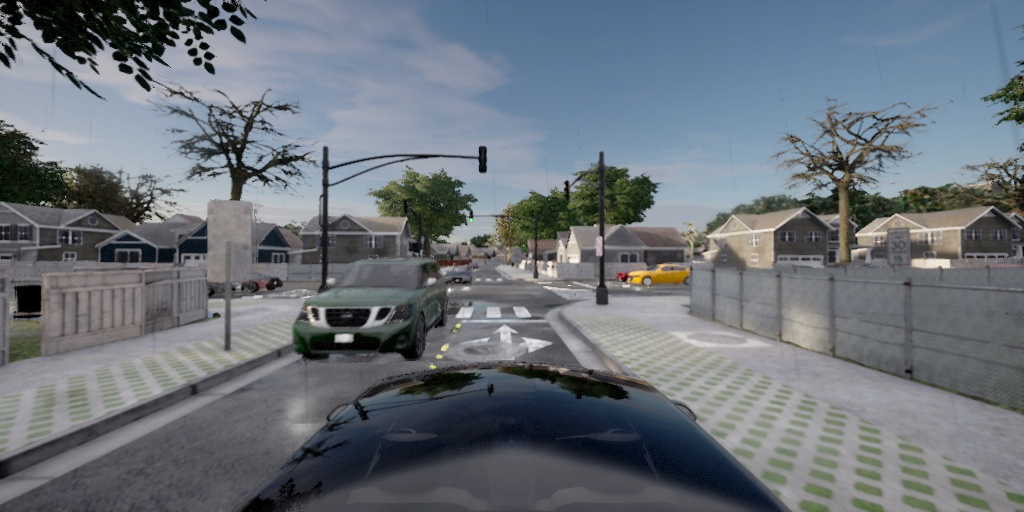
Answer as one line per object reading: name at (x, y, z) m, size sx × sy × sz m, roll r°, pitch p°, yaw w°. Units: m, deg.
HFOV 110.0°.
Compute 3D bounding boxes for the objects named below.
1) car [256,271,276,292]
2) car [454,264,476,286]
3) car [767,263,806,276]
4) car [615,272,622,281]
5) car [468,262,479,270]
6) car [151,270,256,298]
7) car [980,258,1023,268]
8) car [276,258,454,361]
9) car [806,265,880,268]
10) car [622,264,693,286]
car at (-15.900, 1.406, 20.973) m, size 4.181 × 1.385 × 1.994 m, roll 0°, pitch -1°, yaw -3°
car at (-4.010, 1.546, 27.330) m, size 1.994 × 1.385 × 4.181 m, roll 0°, pitch 0°, yaw -4°
car at (22.538, 1.362, 29.760) m, size 4.902 × 1.511 × 2.128 m, roll 0°, pitch -1°, yaw -3°
car at (10.904, 1.530, 29.131) m, size 4.718 × 1.301 × 1.895 m, roll 0°, pitch -1°, yaw -3°
car at (-6.986, 1.789, 64.219) m, size 1.994 × 1.385 × 4.181 m, roll 0°, pitch 0°, yaw -5°
car at (-16.031, 1.283, 17.711) m, size 4.902 × 1.511 × 2.128 m, roll 0°, pitch -1°, yaw -3°
car at (43.171, 0.988, 30.802) m, size 4.553 × 1.767 × 2.097 m, roll -1°, pitch -1°, yaw -3°
car at (-2.934, 1.055, 8.818) m, size 2.150 × 2.045 × 5.566 m, roll 0°, pitch 0°, yaw -2°
car at (25.483, 1.347, 26.665) m, size 5.357 × 1.411 × 2.033 m, roll 0°, pitch -1°, yaw -3°
car at (10.905, 1.358, 25.881) m, size 5.008 × 1.535 × 1.882 m, roll 0°, pitch -1°, yaw -4°
